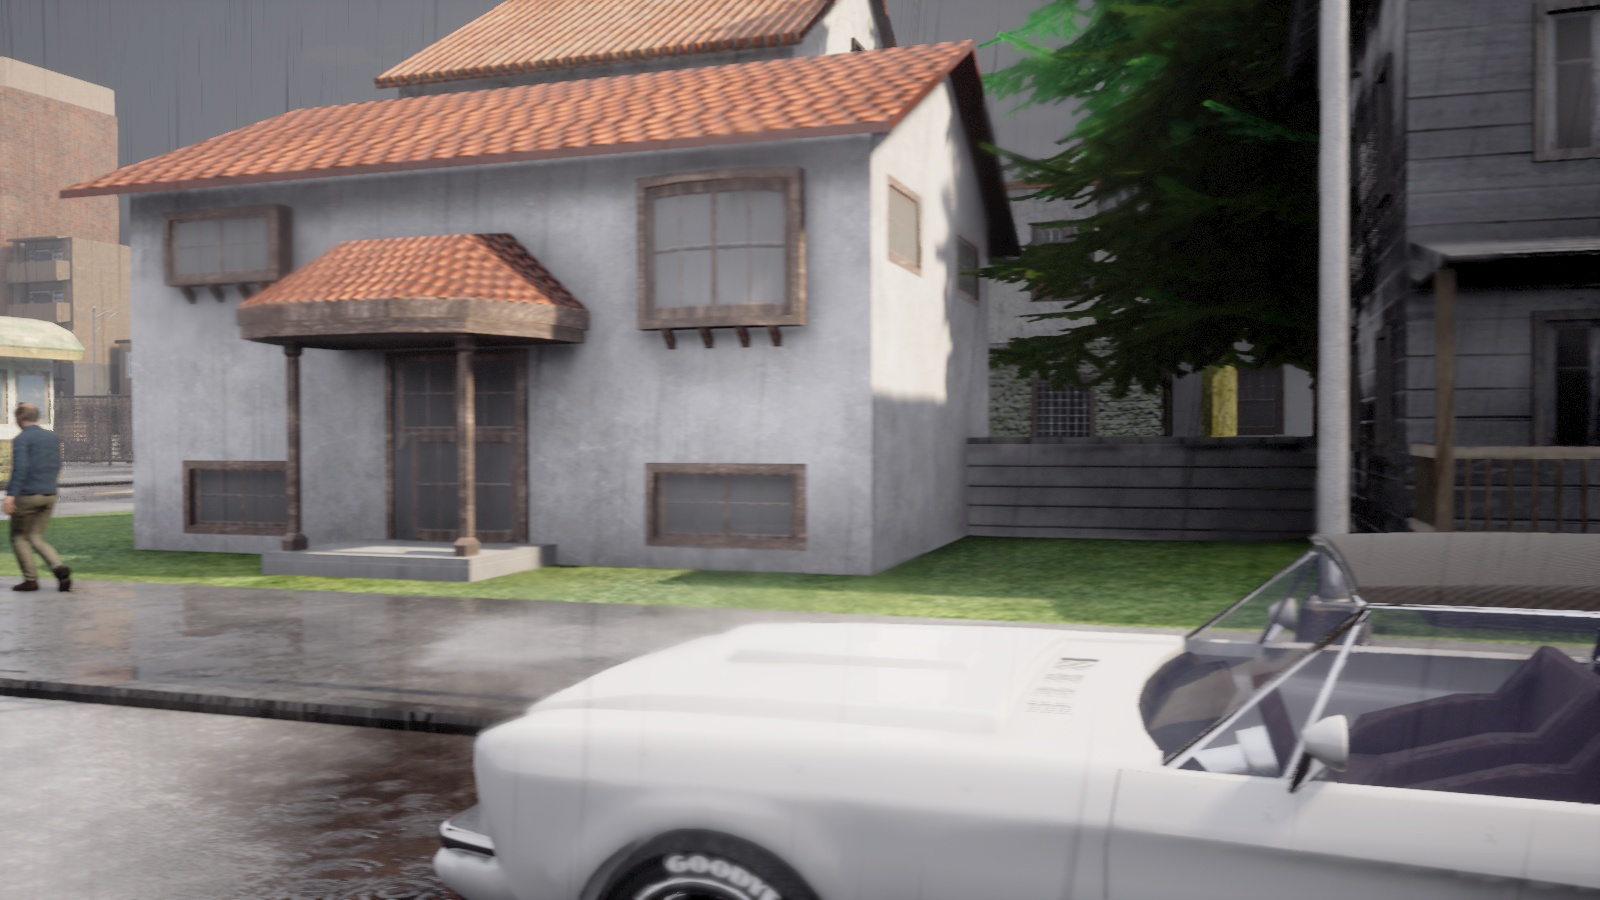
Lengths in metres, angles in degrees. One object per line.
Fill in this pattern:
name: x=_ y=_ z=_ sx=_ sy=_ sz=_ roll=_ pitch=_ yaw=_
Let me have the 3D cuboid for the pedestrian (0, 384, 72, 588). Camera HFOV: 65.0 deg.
pedestrian: x=-7.197 y=0.323 z=11.628 sx=0.726 sy=1.842 sz=0.402 roll=1 pitch=1 yaw=19

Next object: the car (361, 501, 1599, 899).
car: x=1.462 y=0.881 z=3.231 sx=4.718 sy=1.301 sz=1.895 roll=1 pitch=1 yaw=19

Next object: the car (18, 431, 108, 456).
car: x=-40.769 y=-0.376 z=69.477 sx=4.181 sy=1.385 sz=1.994 roll=1 pitch=1 yaw=19
